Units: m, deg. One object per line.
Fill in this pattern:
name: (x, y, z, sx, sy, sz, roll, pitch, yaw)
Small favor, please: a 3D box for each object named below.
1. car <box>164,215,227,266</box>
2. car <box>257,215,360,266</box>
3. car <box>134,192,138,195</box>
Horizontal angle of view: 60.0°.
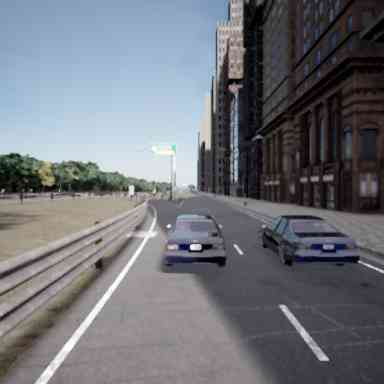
car: (0.100, 1.480, 11.253, 2.033, 1.411, 5.357, 0, 0, 0)
car: (3.599, 1.482, 11.281, 2.033, 1.411, 5.357, 0, 0, 0)
car: (-16.163, 0.733, 92.444, 1.837, 1.490, 4.892, 0, 0, -16)
